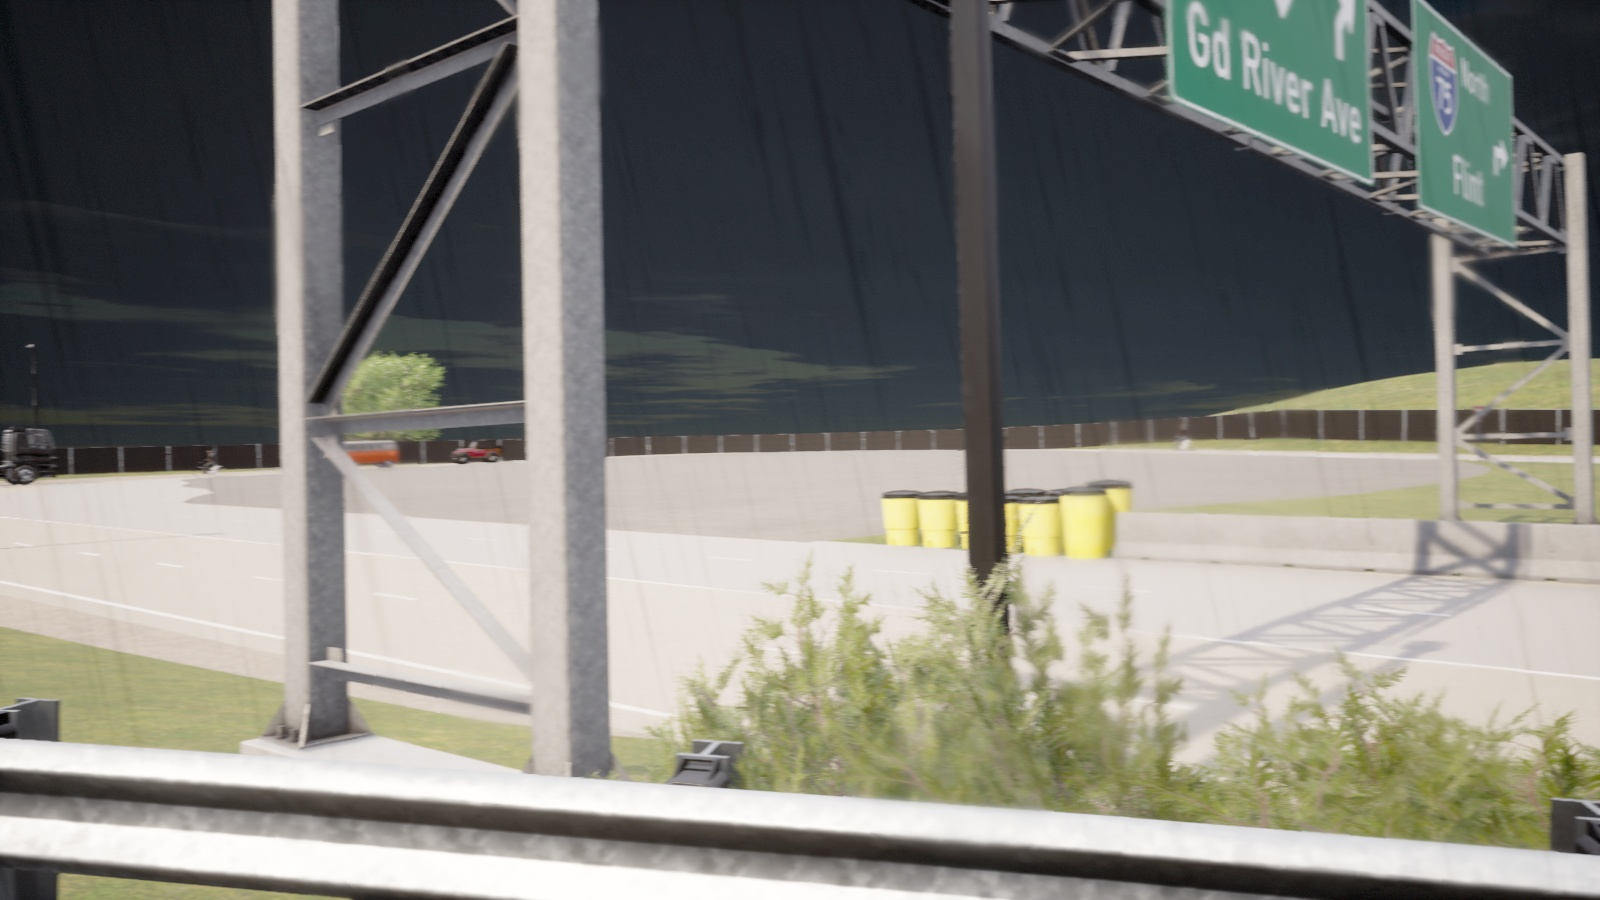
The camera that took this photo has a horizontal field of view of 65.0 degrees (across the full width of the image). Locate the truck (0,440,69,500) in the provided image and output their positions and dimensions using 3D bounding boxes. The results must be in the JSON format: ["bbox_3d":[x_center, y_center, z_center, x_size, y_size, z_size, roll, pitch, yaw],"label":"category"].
[{"bbox_3d":[-48.052,1.260,74.130,7.936,3.462,2.891,-2,-1,-44],"label":"truck"}]

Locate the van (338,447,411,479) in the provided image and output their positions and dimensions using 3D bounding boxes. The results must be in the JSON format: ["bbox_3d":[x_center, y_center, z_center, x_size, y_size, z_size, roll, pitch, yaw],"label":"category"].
[{"bbox_3d":[-30.245,0.939,89.282,4.442,1.987,1.775,-4,1,-40],"label":"van"}]
